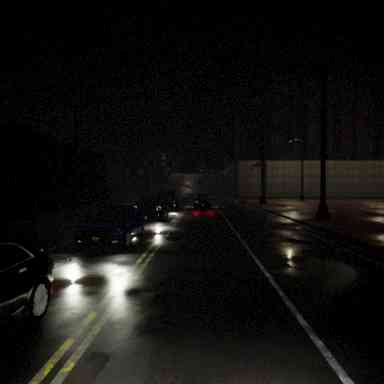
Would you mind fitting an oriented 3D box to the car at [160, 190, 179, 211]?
[{"bbox_3d":[-2.538,0.778,33.943,2.150,2.045,5.566,0,1,0],"label":"car"}]

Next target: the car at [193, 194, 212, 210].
[{"bbox_3d":[1.129,1.077,34.721,1.812,1.442,4.674,0,1,1],"label":"car"}]

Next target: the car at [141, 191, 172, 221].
[{"bbox_3d":[-2.902,1.041,23.650,2.097,1.767,4.553,0,1,2],"label":"car"}]

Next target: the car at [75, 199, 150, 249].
[{"bbox_3d":[-3.216,1.293,13.832,1.882,1.535,5.008,0,1,2],"label":"car"}]

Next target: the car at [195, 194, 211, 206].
[{"bbox_3d":[1.433,0.971,44.663,2.033,1.411,5.357,0,1,2],"label":"car"}]

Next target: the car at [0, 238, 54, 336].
[{"bbox_3d":[-3.514,1.444,4.272,1.837,1.490,4.892,0,1,2],"label":"car"}]
